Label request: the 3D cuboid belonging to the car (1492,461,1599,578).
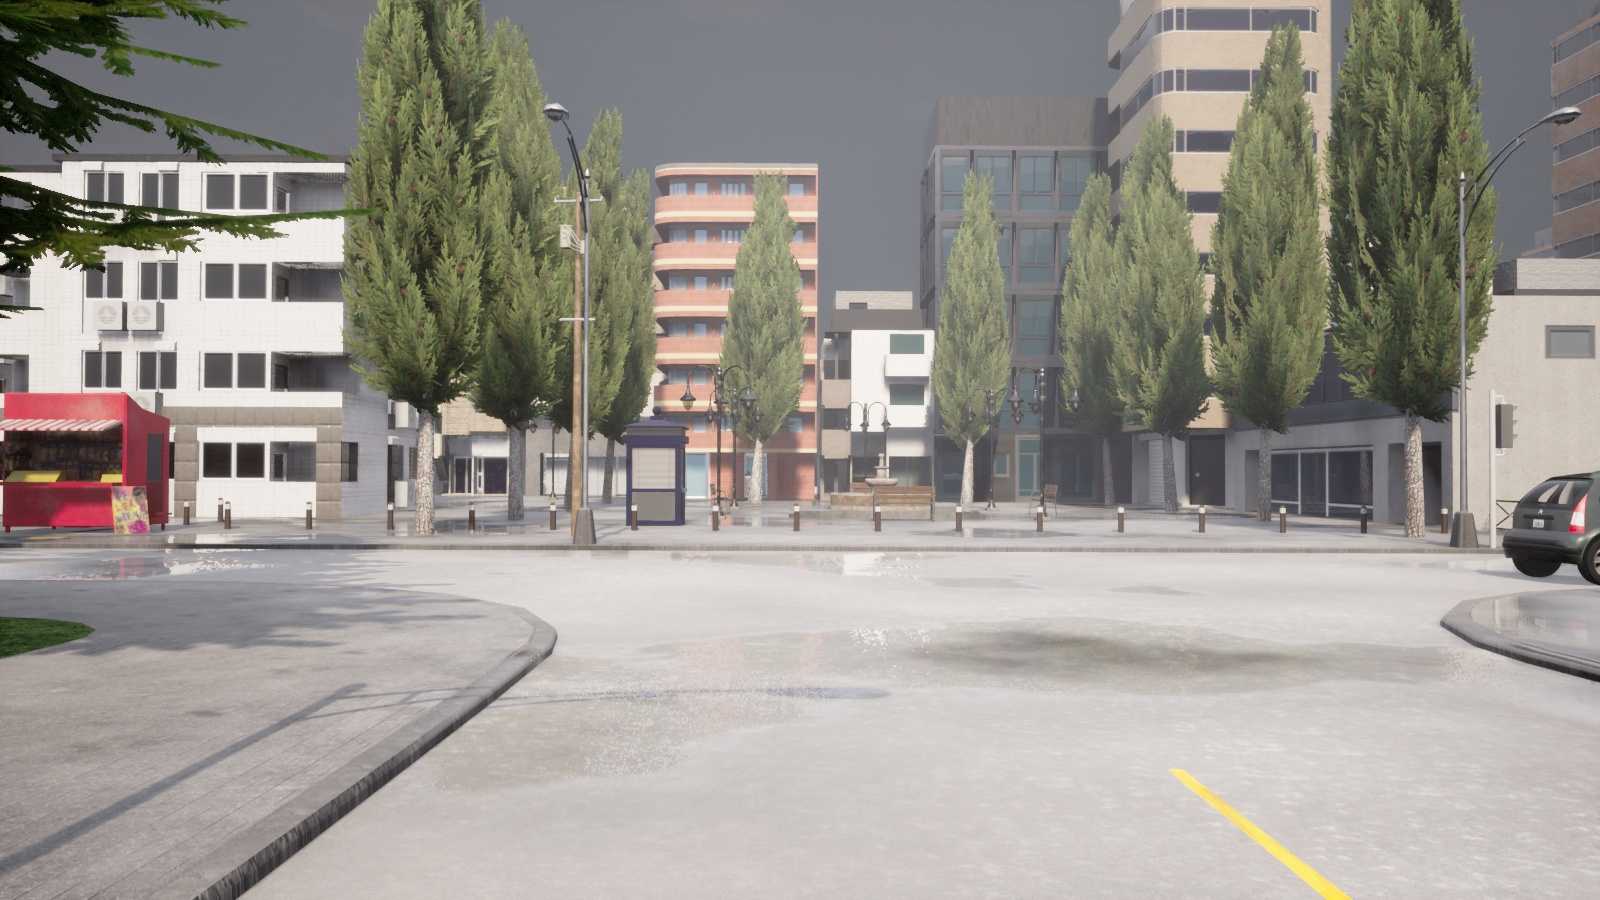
[{"bbox_3d":[12.655,0.971,18.445,3.988,1.617,1.851,0,-1,-4],"label":"car"}]
